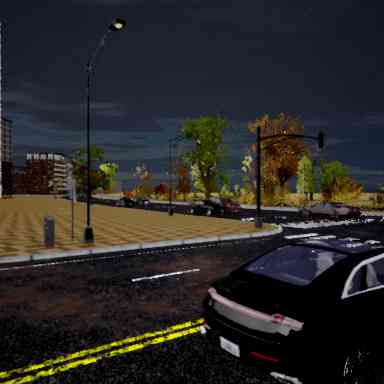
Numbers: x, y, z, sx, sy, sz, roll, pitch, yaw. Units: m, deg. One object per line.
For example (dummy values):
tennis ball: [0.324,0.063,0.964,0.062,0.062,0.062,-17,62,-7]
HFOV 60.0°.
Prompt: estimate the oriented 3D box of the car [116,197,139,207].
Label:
car: [-10.615,1.611,53.045,1.837,1.490,4.892,0,-1,-30]

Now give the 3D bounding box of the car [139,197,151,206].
car: [-8.574,1.584,56.014,2.128,1.511,4.902,0,0,-30]

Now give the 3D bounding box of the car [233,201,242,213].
car: [3.381,1.397,36.081,2.097,1.767,4.553,0,0,-32]

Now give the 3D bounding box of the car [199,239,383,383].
car: [2.412,1.487,5.034,4.902,1.511,2.128,0,0,-34]

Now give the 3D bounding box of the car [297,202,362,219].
car: [11.864,1.552,29.078,2.033,1.411,5.357,0,0,-32]

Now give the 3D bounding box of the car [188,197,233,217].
car: [1.496,1.533,32.944,1.882,1.535,5.008,0,0,-32]
